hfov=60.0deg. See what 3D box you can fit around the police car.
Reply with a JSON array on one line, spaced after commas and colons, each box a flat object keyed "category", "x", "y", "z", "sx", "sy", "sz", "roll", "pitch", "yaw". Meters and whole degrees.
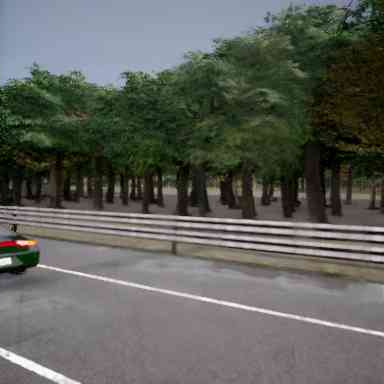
[{"category": "police car", "x": -6.432, "y": 1.435, "z": 9.096, "sx": 4.974, "sy": 1.542, "sz": 2.038, "roll": 1, "pitch": 0, "yaw": 33}]
